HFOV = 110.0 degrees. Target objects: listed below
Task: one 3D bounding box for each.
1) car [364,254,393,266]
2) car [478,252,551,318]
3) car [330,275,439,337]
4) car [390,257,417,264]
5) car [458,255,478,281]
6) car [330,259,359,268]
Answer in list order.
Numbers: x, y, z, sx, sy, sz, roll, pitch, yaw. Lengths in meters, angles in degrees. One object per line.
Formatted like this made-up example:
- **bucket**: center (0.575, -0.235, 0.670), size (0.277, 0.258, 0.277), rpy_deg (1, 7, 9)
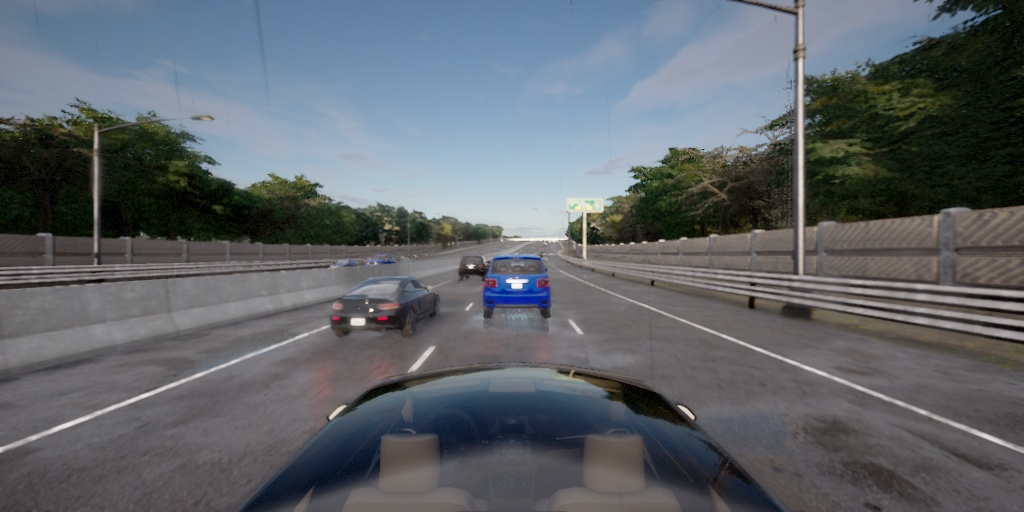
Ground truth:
- **car**: center (-16.712, 0.825, 45.730), size (2.150, 2.045, 5.566), rpy_deg (0, 0, 3)
- **car**: center (0.176, 0.969, 13.185), size (2.150, 2.045, 5.566), rpy_deg (0, 0, 1)
- **car**: center (-3.350, 1.272, 10.152), size (1.812, 1.442, 4.674), rpy_deg (0, 0, 0)
- **car**: center (-13.230, 1.116, 45.204), size (1.837, 1.490, 4.892), rpy_deg (0, 0, 2)
- **car**: center (-3.028, 0.952, 29.808), size (2.150, 2.045, 5.566), rpy_deg (0, 0, 1)
- **car**: center (-20.295, 1.149, 43.667), size (1.812, 1.442, 4.674), rpy_deg (0, 1, 2)
